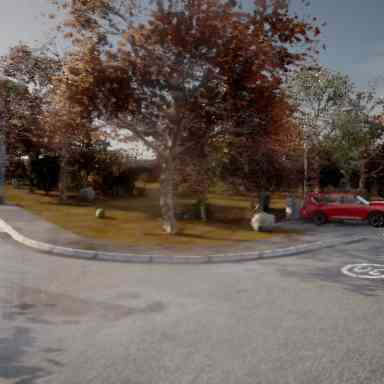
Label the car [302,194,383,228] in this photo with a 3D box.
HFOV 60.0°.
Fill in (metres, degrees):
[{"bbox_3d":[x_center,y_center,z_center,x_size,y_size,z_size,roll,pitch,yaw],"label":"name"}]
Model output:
[{"bbox_3d":[10.073,1.129,21.665,5.566,2.045,2.435,-1,-1,31],"label":"car"}]
